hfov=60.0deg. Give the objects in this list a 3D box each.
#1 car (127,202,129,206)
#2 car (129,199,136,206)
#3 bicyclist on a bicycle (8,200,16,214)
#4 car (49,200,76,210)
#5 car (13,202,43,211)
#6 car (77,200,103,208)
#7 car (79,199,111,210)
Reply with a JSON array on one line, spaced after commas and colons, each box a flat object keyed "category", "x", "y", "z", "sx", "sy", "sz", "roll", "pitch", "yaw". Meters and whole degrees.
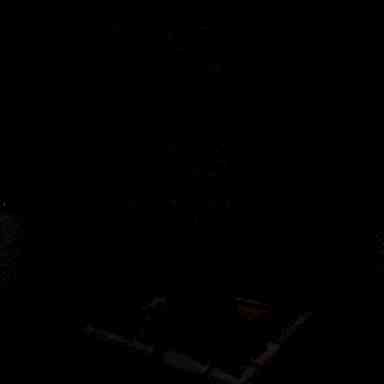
[{"category": "car", "x": -13.327, "y": 1.934, "z": 55.196, "sx": 1.837, "sy": 1.490, "sz": 4.892, "roll": -2, "pitch": -1, "yaw": 35}, {"category": "car", "x": -11.540, "y": 2.093, "z": 68.071, "sx": 1.947, "sy": 1.339, "sz": 4.313, "roll": -1, "pitch": -1, "yaw": 35}, {"category": "bicyclist on a bicycle", "x": -19.622, "y": 1.639, "z": 36.203, "sx": 1.656, "sy": 1.620, "sz": 0.582, "roll": -2, "pitch": -1, "yaw": 35}, {"category": "car", "x": -21.166, "y": 2.000, "z": 54.157, "sx": 1.967, "sy": 1.590, "sz": 4.097, "roll": -1, "pitch": -1, "yaw": 35}, {"category": "car", "x": -24.371, "y": 2.156, "z": 49.518, "sx": 1.802, "sy": 1.307, "sz": 4.206, "roll": -1, "pitch": -1, "yaw": 35}, {"category": "car", "x": -17.955, "y": 2.130, "z": 58.794, "sx": 1.802, "sy": 1.307, "sz": 4.206, "roll": -1, "pitch": -1, "yaw": 35}, {"category": "car", "x": -14.157, "y": 1.933, "z": 49.303, "sx": 1.947, "sy": 1.339, "sz": 4.313, "roll": -1, "pitch": -1, "yaw": 35}]
